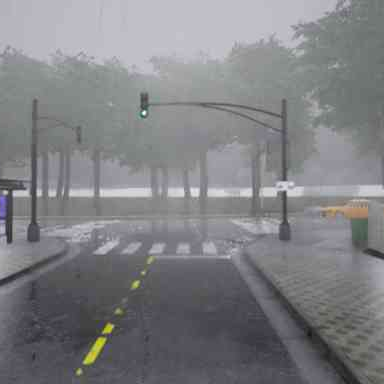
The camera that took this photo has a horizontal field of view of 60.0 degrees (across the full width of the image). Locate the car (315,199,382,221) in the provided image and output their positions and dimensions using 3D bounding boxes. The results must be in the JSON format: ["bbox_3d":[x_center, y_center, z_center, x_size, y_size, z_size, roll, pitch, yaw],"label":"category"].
[{"bbox_3d":[12.441,1.356,25.429,5.008,1.535,1.882,-1,-1,0],"label":"car"}]

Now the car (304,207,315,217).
[{"bbox_3d":[12.237,1.562,28.676,4.718,1.301,1.895,-1,-1,0],"label":"car"}]
